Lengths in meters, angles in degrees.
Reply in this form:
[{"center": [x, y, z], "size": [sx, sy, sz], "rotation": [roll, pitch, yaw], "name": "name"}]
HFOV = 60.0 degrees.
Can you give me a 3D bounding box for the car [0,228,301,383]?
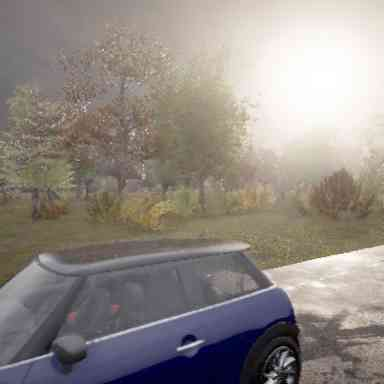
[{"center": [-1.025, 1.344, 3.267], "size": [4.553, 1.767, 2.097], "rotation": [-1, 0, -36], "name": "car"}]
